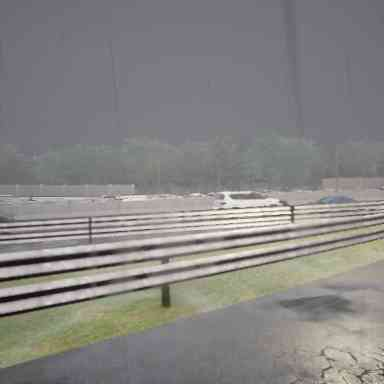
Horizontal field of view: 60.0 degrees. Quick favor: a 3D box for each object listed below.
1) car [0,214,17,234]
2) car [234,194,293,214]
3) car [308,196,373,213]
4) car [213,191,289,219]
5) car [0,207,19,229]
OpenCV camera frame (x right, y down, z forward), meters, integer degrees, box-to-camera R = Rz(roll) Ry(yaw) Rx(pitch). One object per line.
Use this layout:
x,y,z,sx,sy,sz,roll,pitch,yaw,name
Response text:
-12.478,1.951,17.639,5.357,1.411,2.033,-2,1,-17,car
6.616,1.078,30.754,5.008,1.535,1.882,-2,1,-17,car
11.088,1.014,24.796,5.008,1.535,1.882,-2,1,-17,car
4.407,0.943,26.424,5.566,2.045,2.150,-2,1,-17,car
-15.324,1.938,24.091,4.674,1.442,1.812,-2,1,-17,car
